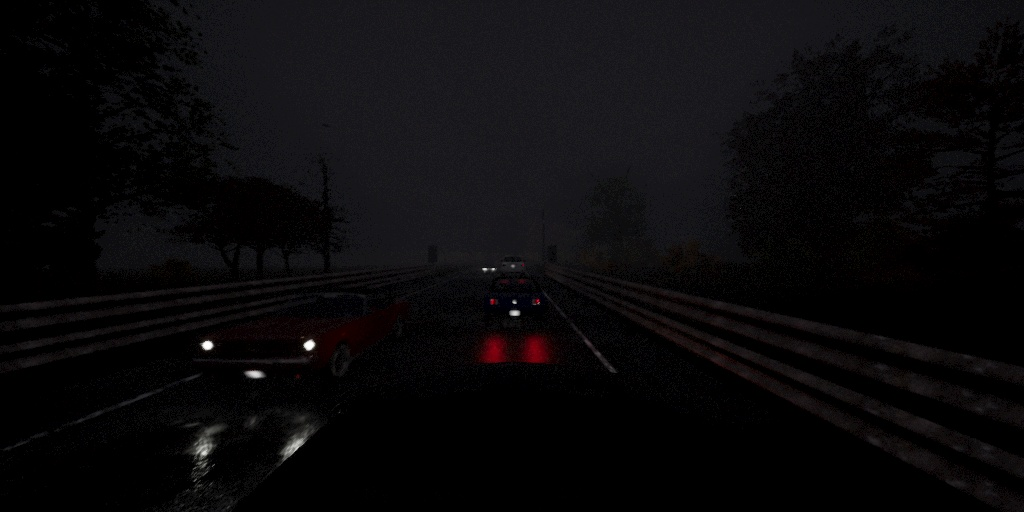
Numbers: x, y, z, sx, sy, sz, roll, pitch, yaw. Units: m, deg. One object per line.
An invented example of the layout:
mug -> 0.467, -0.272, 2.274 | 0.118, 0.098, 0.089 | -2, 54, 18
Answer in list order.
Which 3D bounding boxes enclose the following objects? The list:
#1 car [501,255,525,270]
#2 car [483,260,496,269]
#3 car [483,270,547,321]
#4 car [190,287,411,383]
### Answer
car -> 0.090, 0.961, 34.751 | 2.150, 2.045, 5.566 | 0, 0, 0
car -> -3.571, 1.280, 57.660 | 2.033, 1.411, 5.357 | 0, 0, 1
car -> 0.085, 1.346, 12.476 | 1.895, 1.301, 4.718 | 0, 0, 0
car -> -3.602, 1.349, 7.231 | 1.895, 1.301, 4.718 | 0, 0, 0
